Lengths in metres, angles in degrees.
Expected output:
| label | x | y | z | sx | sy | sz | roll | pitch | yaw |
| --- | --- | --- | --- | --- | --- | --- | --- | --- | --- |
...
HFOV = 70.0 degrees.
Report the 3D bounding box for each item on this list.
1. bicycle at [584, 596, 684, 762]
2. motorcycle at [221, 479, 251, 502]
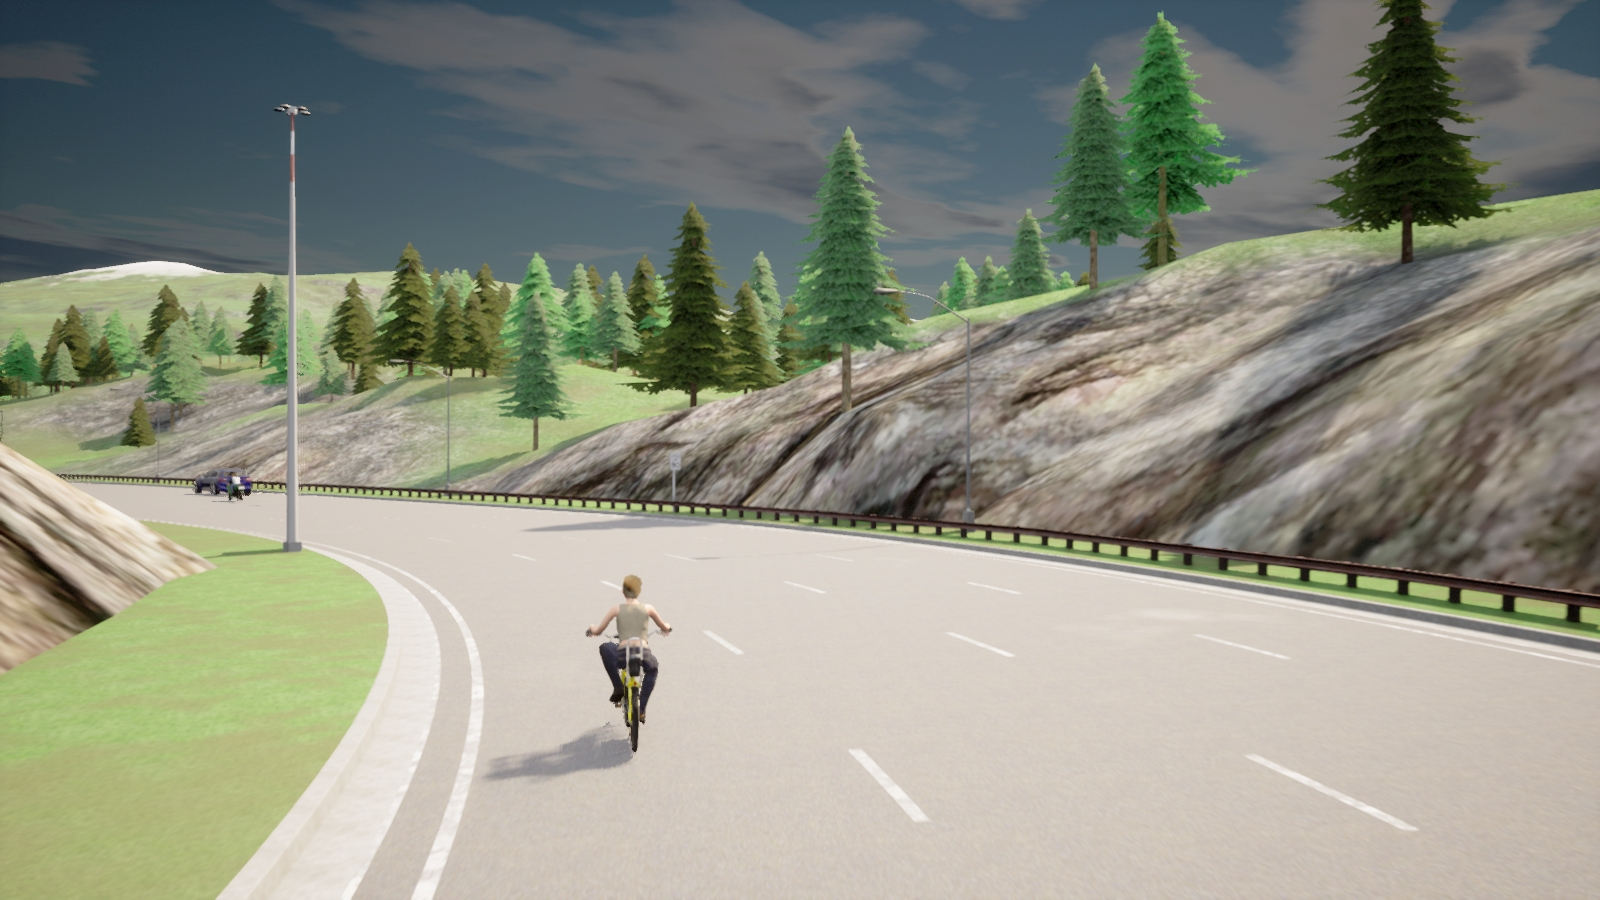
| label | x | y | z | sx | sy | sz | roll | pitch | yaw |
| --- | --- | --- | --- | --- | --- | --- | --- | --- | --- |
| bicycle | -1.636 | 2.161 | 11.073 | 0.859 | 1.276 | 1.487 | 0 | 0 | -12 |
| motorcycle | -30.984 | 2.202 | 62.710 | 2.033 | 1.199 | 0.803 | 0 | 0 | 43 |
